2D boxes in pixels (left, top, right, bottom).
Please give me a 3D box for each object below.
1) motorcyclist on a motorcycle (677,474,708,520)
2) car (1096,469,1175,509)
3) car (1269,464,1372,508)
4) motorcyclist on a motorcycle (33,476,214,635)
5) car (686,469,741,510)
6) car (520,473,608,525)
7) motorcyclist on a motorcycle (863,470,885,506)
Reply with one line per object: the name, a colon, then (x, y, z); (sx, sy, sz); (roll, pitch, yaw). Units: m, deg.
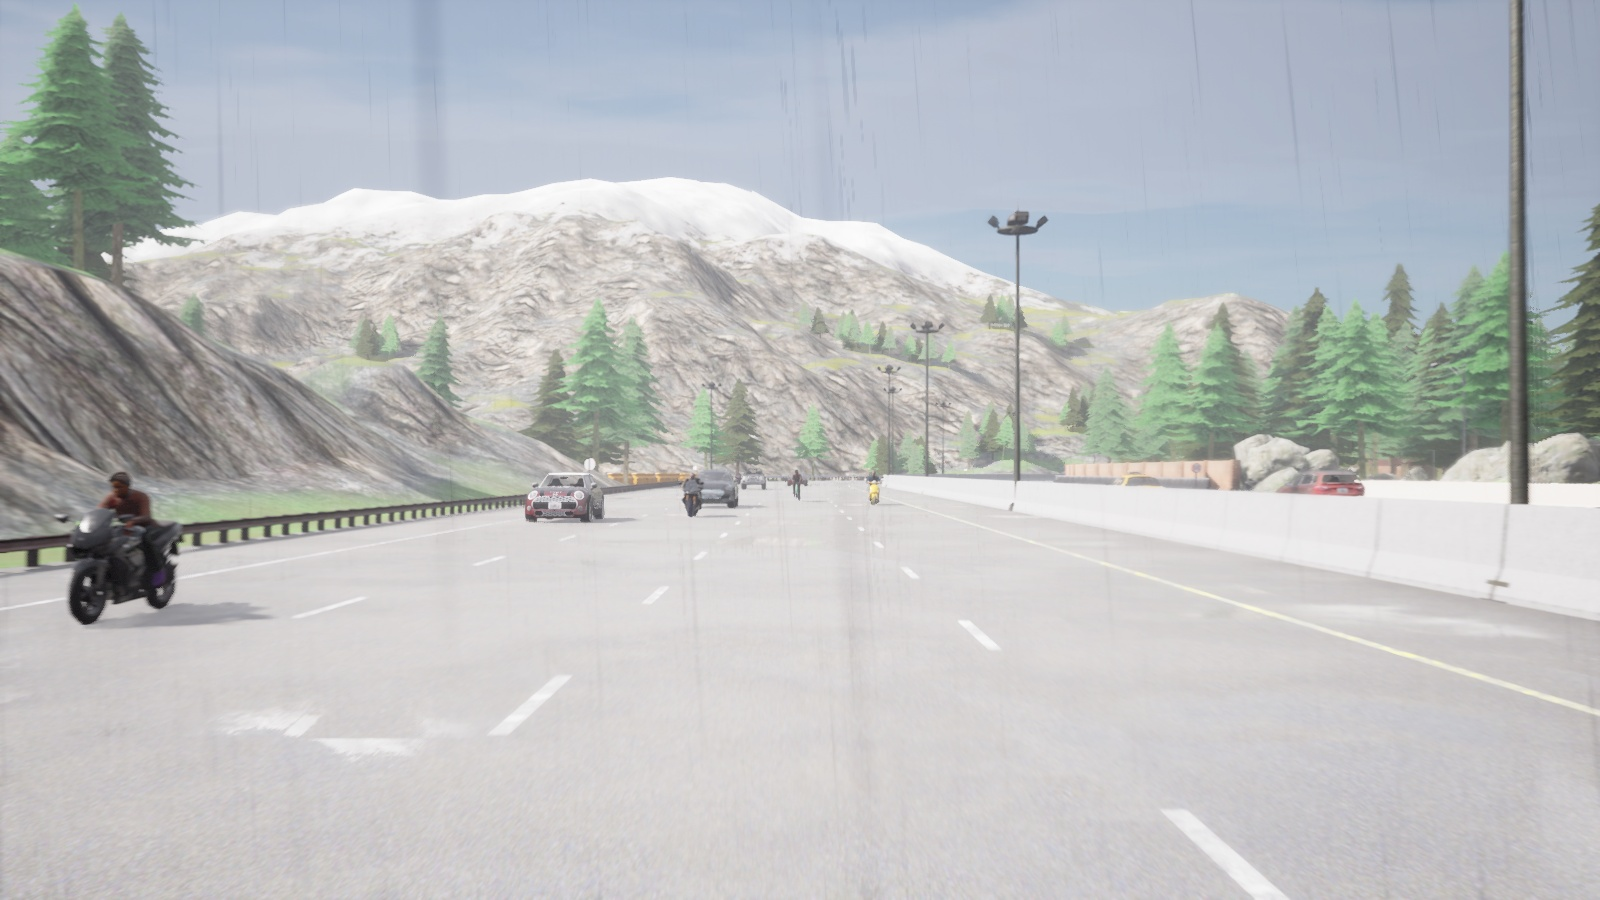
motorcyclist on a motorcycle: (-3.603, 1.568, 42.405); (0.866, 1.530, 2.191); (0, -1, 0)
car: (13.873, 1.566, 52.228); (1.801, 1.575, 5.366); (0, -1, 0)
car: (20.877, 1.416, 50.608); (2.242, 1.667, 4.611); (0, -1, 0)
motorcyclist on a motorcycle: (-7.032, 1.044, 13.196); (0.797, 1.523, 2.044); (0, -1, 0)
car: (-3.630, 1.650, 53.636); (2.033, 1.649, 4.856); (0, -1, 0)
car: (-7.093, 1.442, 38.148); (1.970, 1.475, 3.806); (0, -1, 0)
motorcyclist on a motorcycle: (3.361, 1.705, 57.184); (0.866, 1.590, 1.817); (0, -1, 0)
